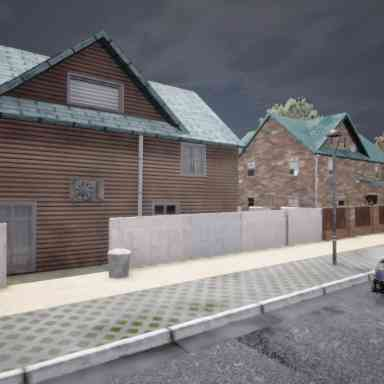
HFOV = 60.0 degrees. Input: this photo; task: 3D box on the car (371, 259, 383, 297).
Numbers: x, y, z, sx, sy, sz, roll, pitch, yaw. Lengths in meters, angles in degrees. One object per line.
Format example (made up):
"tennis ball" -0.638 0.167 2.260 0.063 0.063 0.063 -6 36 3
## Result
"car" 5.723 1.566 7.175 4.181 1.385 1.994 0 0 -36
